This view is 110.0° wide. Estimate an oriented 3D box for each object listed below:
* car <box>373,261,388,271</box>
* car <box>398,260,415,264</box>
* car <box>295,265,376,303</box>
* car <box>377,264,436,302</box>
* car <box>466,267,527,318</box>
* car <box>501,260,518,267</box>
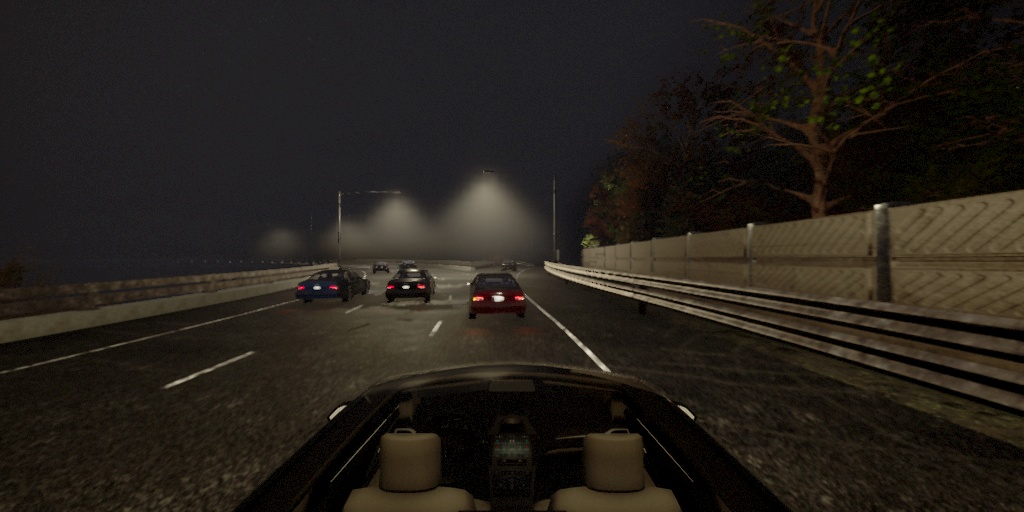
[{"bbox_3d":[-16.349,1.357,44.562,2.033,1.411,5.357,0,0,-24],"label":"car"},{"bbox_3d":[-13.712,1.291,47.020,2.128,1.511,4.902,0,0,-25],"label":"car"},{"bbox_3d":[-8.200,1.327,16.878,2.033,1.411,5.357,0,0,-8],"label":"car"},{"bbox_3d":[-4.693,1.314,17.044,2.033,1.411,5.357,0,0,-9],"label":"car"},{"bbox_3d":[-0.658,1.299,13.051,2.033,1.411,5.357,0,0,-6],"label":"car"},{"bbox_3d":[-0.258,1.241,46.695,2.128,1.511,4.902,0,0,6],"label":"car"}]
